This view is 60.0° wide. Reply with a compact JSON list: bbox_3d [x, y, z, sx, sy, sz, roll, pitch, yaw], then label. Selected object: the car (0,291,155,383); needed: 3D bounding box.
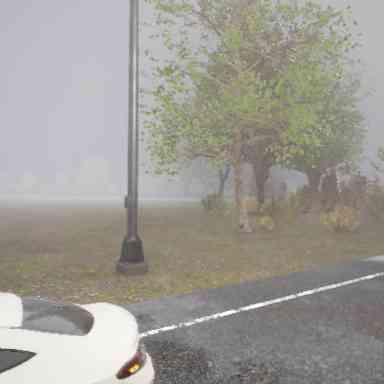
[{"bbox_3d":[-2.501,1.535,2.194,4.674,1.442,1.812,1,-1,-34],"label":"car"}]
